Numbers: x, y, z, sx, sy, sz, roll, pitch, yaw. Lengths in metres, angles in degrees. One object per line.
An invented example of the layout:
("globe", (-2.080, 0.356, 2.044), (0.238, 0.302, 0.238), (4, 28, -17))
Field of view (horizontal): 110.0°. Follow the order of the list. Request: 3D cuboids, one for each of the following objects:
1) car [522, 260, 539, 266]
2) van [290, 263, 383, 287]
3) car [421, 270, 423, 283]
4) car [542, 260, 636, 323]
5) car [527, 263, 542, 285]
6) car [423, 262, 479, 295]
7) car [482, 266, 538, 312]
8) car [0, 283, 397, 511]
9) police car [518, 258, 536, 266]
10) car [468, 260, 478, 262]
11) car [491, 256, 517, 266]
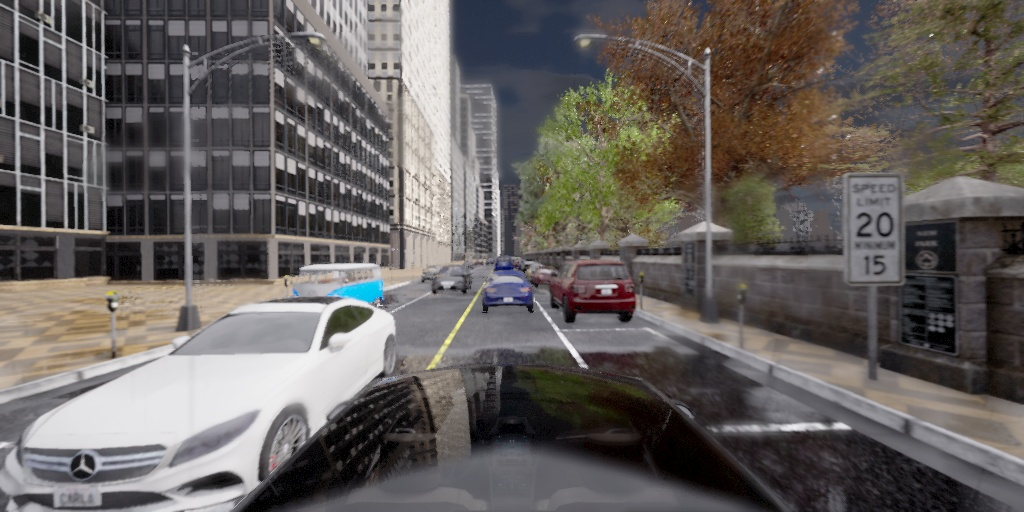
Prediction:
("car", (2.040, 1.265, 29.068), (1.751, 1.417, 4.829), (0, 0, -2))
("van", (-5.685, 1.148, 12.102), (1.690, 1.789, 3.998), (0, 0, -2))
("car", (-6.130, 1.368, 28.979), (2.007, 1.370, 4.403), (0, 0, -2))
("car", (2.489, 1.044, 12.028), (2.192, 1.841, 5.009), (0, 0, -2))
("car", (2.193, 1.318, 23.275), (1.802, 1.307, 4.207), (0, 0, -2))
("car", (-3.294, 1.278, 20.339), (2.128, 1.511, 4.902), (-1, 0, -1))
("car", (-0.184, 1.281, 14.148), (1.812, 1.442, 4.674), (-1, 0, -2))
("car", (-2.885, 1.304, 4.656), (1.812, 1.442, 4.674), (-1, 0, -2))
("police car", (2.052, 1.170, 39.665), (1.930, 1.638, 5.238), (-1, 0, -2))
("car", (-6.872, 1.406, 57.106), (1.948, 1.339, 4.313), (0, 0, -2))
("car", (-0.906, 0.997, 41.003), (2.150, 2.045, 5.566), (-1, 0, -1))
